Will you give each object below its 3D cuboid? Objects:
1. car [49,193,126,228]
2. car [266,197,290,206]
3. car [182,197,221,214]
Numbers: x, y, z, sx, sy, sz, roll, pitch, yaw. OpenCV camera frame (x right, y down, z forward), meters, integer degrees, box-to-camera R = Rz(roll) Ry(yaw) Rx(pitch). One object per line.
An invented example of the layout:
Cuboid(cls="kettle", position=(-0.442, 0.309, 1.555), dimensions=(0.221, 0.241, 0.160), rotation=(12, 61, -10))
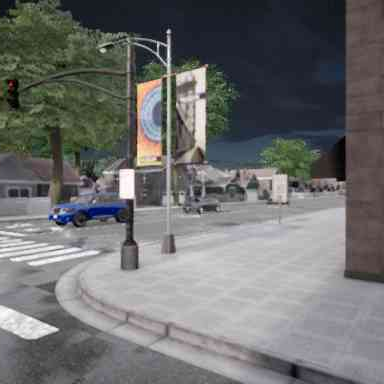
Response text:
Cuboid(cls="car", position=(-6.429, 1.086, 21.793), dimensions=(2.150, 2.045, 5.566), rotation=(0, 0, 36))
Cuboid(cls="car", position=(12.512, 1.238, 48.122), dimensions=(2.033, 1.411, 5.357), rotation=(0, 0, 36))
Cuboid(cls="car", position=(1.012, 1.298, 32.188), dimensions=(1.837, 1.490, 4.892), rotation=(0, 0, 36))
